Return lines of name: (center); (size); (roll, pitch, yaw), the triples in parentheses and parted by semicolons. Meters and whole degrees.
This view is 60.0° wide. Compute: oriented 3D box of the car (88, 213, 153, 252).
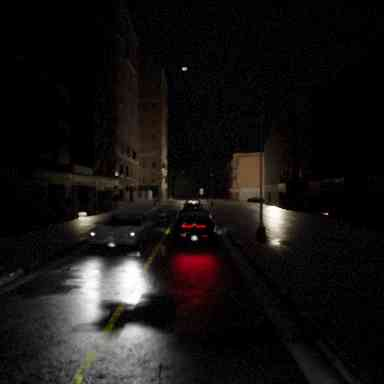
car: (-2.852, 1.592, 14.101); (1.895, 1.301, 4.718); (0, 0, 0)

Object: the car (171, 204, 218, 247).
car: (0.100, 1.495, 15.066); (1.837, 1.490, 4.892); (0, 0, 0)

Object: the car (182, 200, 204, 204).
car: (0.097, 1.471, 30.846); (2.128, 1.511, 4.902); (0, 0, 0)

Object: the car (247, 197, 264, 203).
car: (13.216, 1.646, 67.291); (4.313, 1.339, 1.947); (0, -1, 0)
